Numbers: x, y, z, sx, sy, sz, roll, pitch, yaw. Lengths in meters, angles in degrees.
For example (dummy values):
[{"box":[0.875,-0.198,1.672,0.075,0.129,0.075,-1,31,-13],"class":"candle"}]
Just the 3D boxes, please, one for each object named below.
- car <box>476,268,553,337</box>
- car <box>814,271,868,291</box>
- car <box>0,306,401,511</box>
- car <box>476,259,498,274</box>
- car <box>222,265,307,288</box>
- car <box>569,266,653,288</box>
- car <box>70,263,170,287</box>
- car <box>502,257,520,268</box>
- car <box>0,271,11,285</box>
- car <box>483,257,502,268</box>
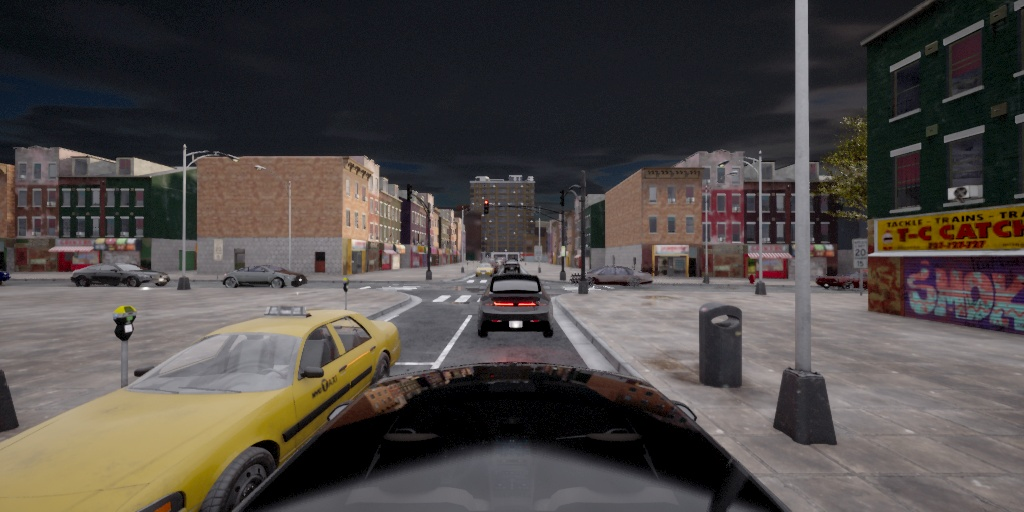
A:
[{"box":[0.086,1.257,10.320,1.837,1.490,4.892,0,0,0],"class":"car"},{"box":[23.579,1.690,24.372,4.718,1.301,1.895,1,0,0],"class":"car"},{"box":[-2.640,1.275,3.937,1.751,1.417,4.829,0,0,0],"class":"car"},{"box":[-2.678,1.302,35.894,1.751,1.417,4.829,0,0,0],"class":"car"},{"box":[-14.501,1.220,21.183,4.181,1.385,1.994,0,0,0],"class":"car"},{"box":[6.631,1.393,24.264,5.357,1.411,2.033,1,0,0],"class":"car"},{"box":[-23.022,1.120,21.133,4.674,1.442,1.812,0,0,0],"class":"car"},{"box":[0.016,1.269,44.762,1.882,1.535,5.008,0,0,0],"class":"car"},{"box":[-32.919,1.144,21.071,4.718,1.301,1.895,0,0,0],"class":"car"},{"box":[-2.685,1.100,41.507,2.192,1.841,5.009,0,0,0],"class":"car"}]
